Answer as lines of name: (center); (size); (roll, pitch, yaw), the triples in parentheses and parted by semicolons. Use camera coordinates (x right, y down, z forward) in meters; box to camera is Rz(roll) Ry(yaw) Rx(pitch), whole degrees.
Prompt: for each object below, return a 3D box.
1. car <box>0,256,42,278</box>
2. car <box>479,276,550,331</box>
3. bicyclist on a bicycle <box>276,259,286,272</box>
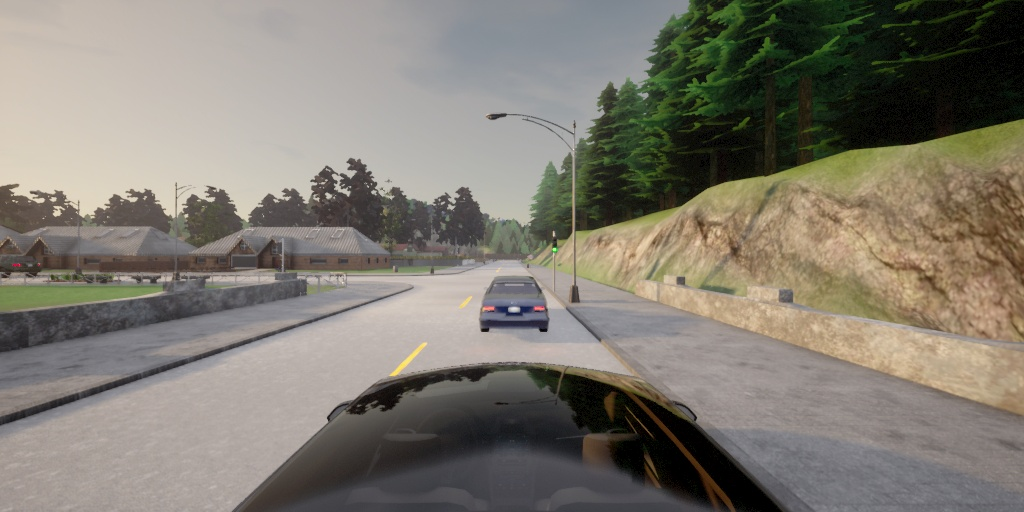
car: (-47.366, 0.987, 33.284); (5.566, 2.045, 2.150); (0, 0, 1)
car: (0.067, 1.302, 10.926); (2.033, 1.411, 5.357); (0, 0, 0)
bicyclist on a bicycle: (-24.152, 1.116, 37.527); (0.582, 1.620, 1.656); (0, 0, 0)
